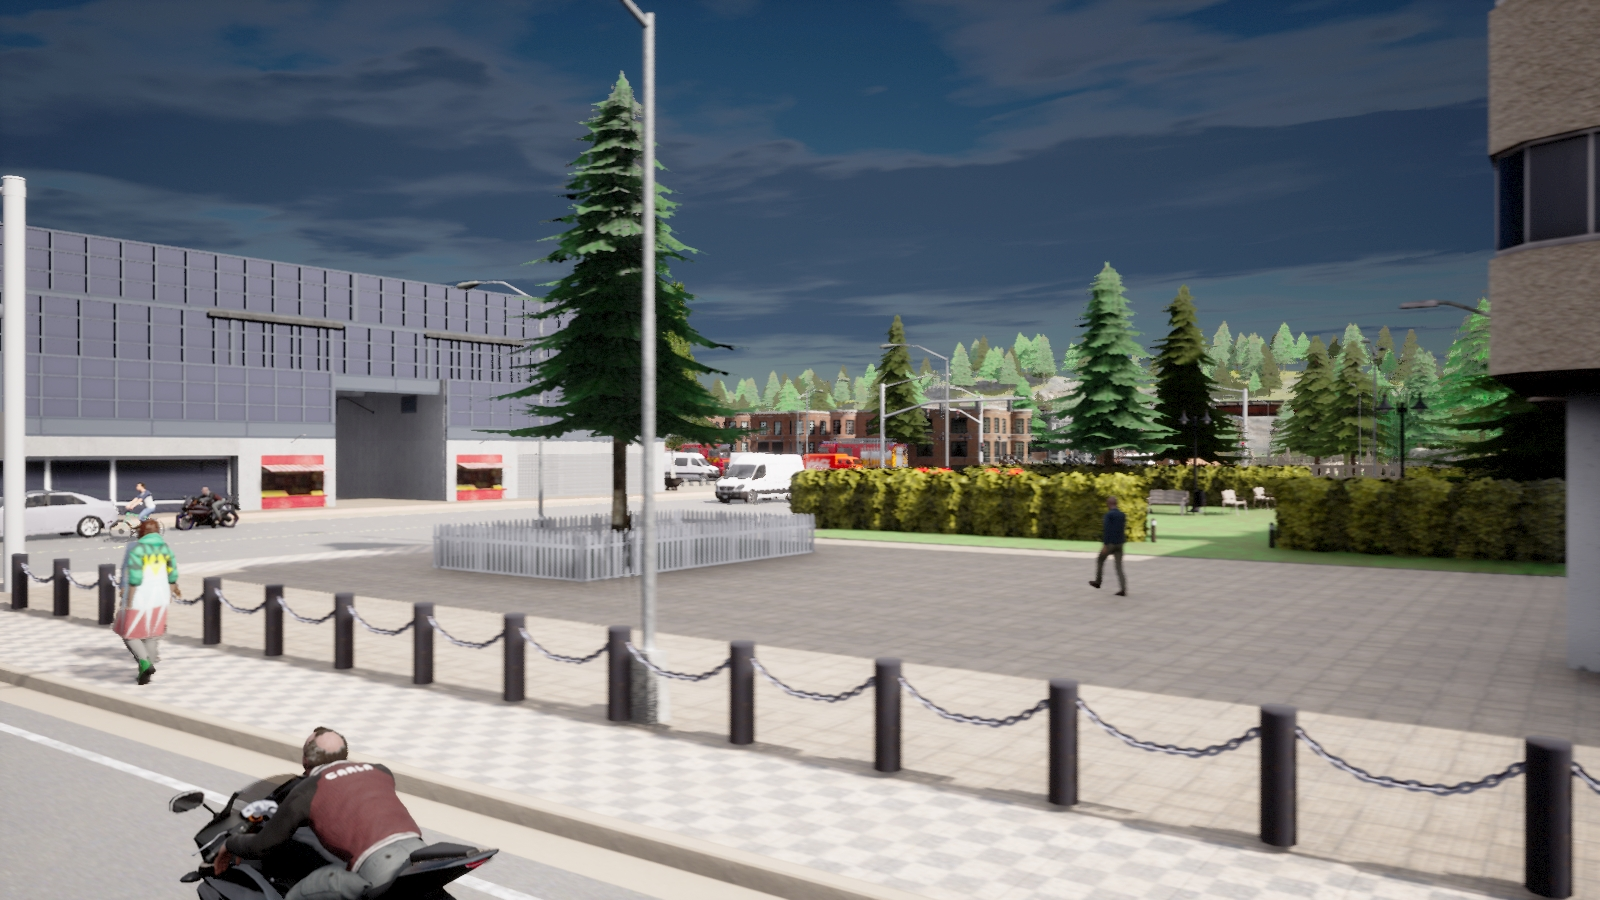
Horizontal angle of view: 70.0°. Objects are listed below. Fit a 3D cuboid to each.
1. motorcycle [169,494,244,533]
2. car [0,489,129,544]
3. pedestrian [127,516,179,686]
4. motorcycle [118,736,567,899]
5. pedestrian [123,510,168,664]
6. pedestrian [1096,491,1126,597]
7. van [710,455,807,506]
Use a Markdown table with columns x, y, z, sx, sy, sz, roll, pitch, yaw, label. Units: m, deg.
| x | y | z | sx | sy | sz | roll | pitch | yaw | label |
| --- | --- | --- | --- | --- | --- | --- | --- | --- | --- |
| -20.916 | 2.205 | 40.294 | 0.867 | 1.251 | 2.209 | 0 | 0 | 35 | motorcycle |
| -24.117 | 2.061 | 35.732 | 2.231 | 1.480 | 4.892 | 0 | 0 | 35 | car |
| -7.341 | 1.697 | 12.967 | 0.375 | 1.860 | 0.375 | 0 | 0 | 30 | pedestrian |
| -2.181 | 2.205 | 5.309 | 2.209 | 1.251 | 0.867 | 0 | 0 | 35 | motorcycle |
| -8.200 | 1.700 | 14.312 | 0.375 | 1.860 | 0.375 | 0 | 0 | 37 | pedestrian |
| 5.583 | 1.677 | 20.507 | 0.375 | 1.860 | 0.375 | 0 | 0 | -20 | pedestrian |
| -2.134 | 1.534 | 60.880 | 1.988 | 2.561 | 5.915 | 0 | 0 | 35 | van |
